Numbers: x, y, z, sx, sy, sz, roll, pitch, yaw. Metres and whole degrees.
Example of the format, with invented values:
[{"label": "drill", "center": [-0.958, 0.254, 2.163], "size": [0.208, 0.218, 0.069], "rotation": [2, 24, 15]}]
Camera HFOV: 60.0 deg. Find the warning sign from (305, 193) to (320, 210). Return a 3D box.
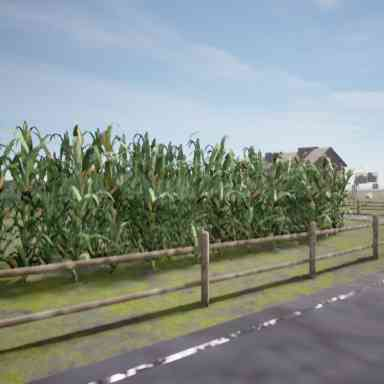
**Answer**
[{"label": "warning sign", "center": [13.847, 1.100, 38.300], "size": [1.300, 1.860, 1.060], "rotation": [0, 0, -40]}]
